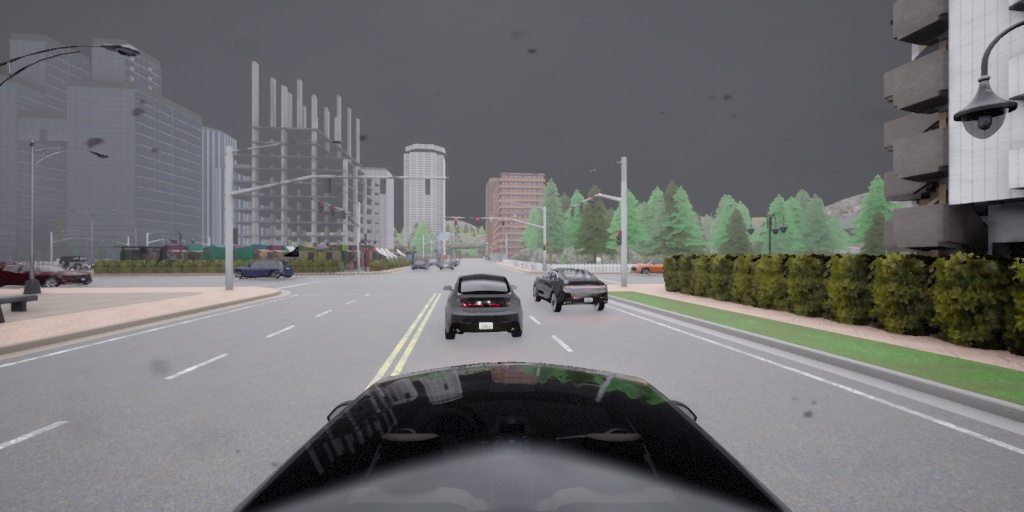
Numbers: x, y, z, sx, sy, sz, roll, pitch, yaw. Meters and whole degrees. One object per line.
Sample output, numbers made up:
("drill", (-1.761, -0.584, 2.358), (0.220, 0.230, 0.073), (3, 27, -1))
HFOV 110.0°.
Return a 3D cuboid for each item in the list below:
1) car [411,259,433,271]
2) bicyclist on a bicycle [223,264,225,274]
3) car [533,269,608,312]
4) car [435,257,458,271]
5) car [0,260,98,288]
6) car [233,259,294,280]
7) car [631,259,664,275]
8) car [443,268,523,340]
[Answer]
("car", (-12.526, 1.296, 49.170), (2.033, 1.411, 5.357), (0, 0, -6))
("bicyclist on a bicycle", (-29.555, 1.010, 37.399), (0.582, 1.620, 1.656), (0, 5, -5))
("car", (2.126, 1.241, 14.230), (2.128, 1.511, 4.902), (0, 0, -9))
("car", (-9.076, 1.240, 49.835), (2.128, 1.511, 4.902), (0, 0, -6))
("car", (-30.079, 1.227, 22.863), (5.008, 1.535, 1.882), (0, 0, -5))
("car", (-21.479, 1.101, 30.830), (4.553, 1.767, 2.097), (0, 0, -4))
("car", (14.864, 1.102, 37.611), (4.553, 1.767, 2.097), (0, 0, -5))
("car", (-0.867, 1.255, 10.111), (1.837, 1.490, 4.892), (0, 0, -7))
